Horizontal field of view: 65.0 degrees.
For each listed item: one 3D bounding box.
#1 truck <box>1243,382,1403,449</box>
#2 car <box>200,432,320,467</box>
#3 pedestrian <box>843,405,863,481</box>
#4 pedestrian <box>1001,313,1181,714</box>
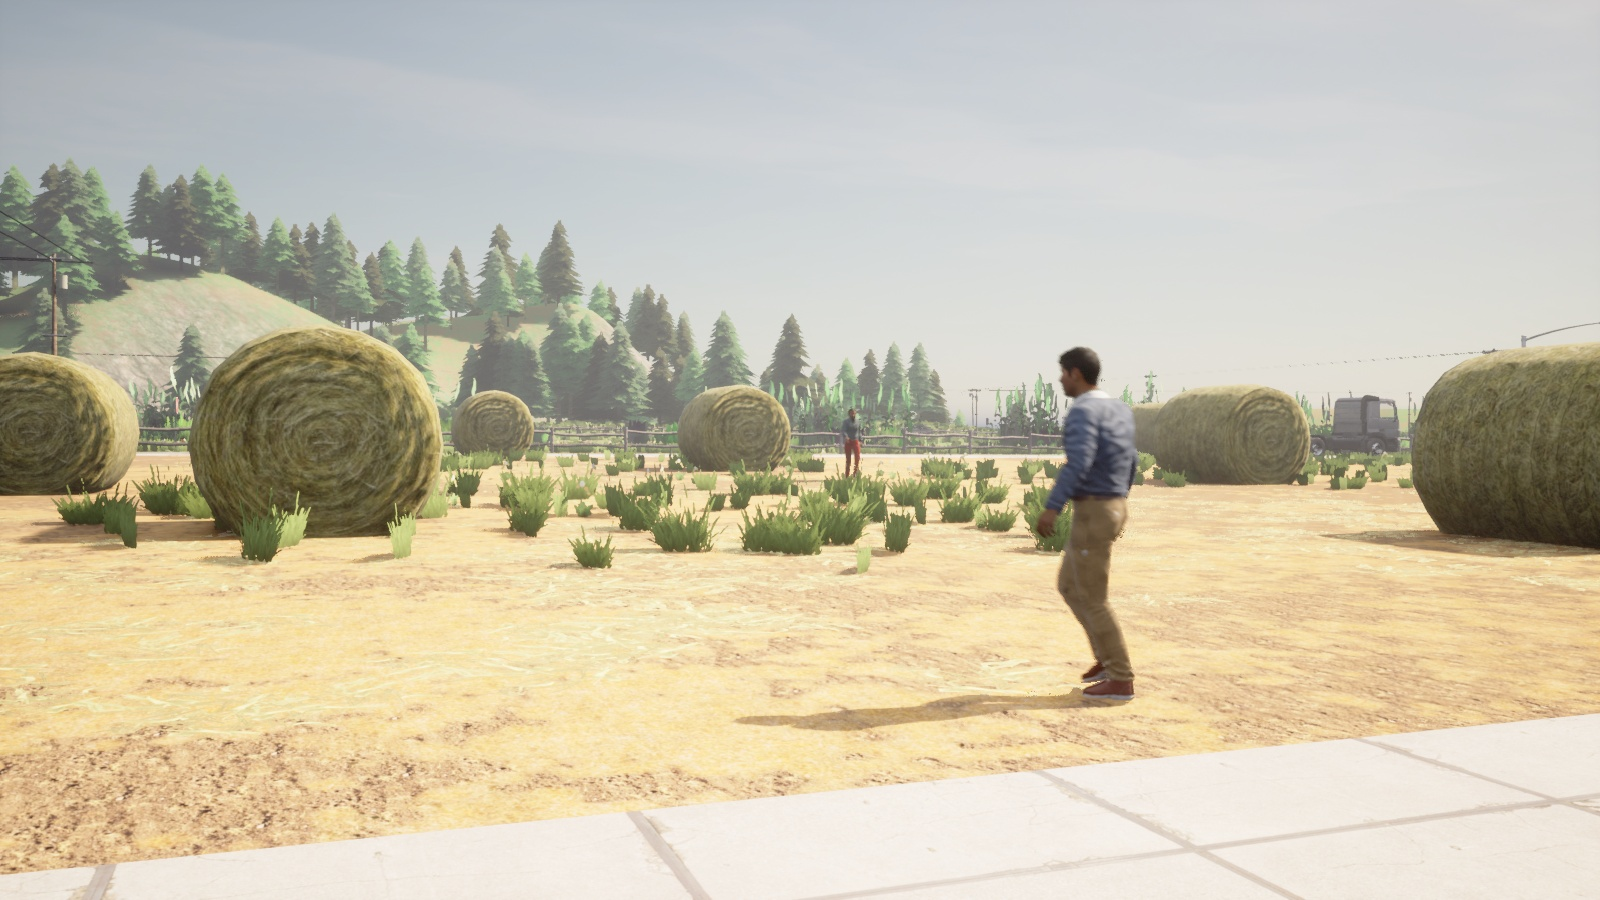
[{"bbox_3d":[28.181,-1.856,67.655,7.936,3.462,2.891,-1,1,-17],"label":"truck"},{"bbox_3d":[-23.770,-0.026,55.473,4.674,1.442,1.812,-1,1,-17],"label":"car"},{"bbox_3d":[1.294,-0.176,30.709,0.353,1.847,0.614,-1,1,-11],"label":"pedestrian"},{"bbox_3d":[1.504,0.304,6.505,0.788,1.949,0.423,0,1,40],"label":"pedestrian"}]
